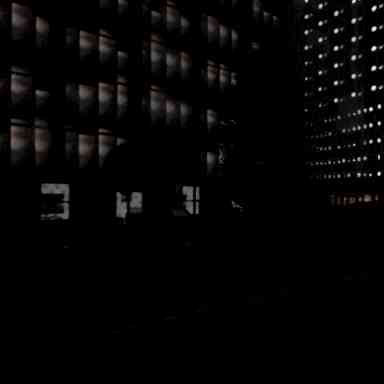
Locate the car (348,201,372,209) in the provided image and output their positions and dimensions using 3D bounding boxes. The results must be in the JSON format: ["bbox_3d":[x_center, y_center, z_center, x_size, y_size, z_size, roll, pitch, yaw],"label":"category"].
[{"bbox_3d":[29.686,2.293,58.518,1.947,1.339,4.313,-1,-1,-23],"label":"car"}]

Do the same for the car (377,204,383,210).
[{"bbox_3d":[31.867,2.190,53.334,1.947,1.339,4.313,-1,-1,-23],"label":"car"}]

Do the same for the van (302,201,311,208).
[{"bbox_3d":[19.777,2.115,60.456,1.690,1.788,3.998,-1,-1,-23],"label":"van"}]
